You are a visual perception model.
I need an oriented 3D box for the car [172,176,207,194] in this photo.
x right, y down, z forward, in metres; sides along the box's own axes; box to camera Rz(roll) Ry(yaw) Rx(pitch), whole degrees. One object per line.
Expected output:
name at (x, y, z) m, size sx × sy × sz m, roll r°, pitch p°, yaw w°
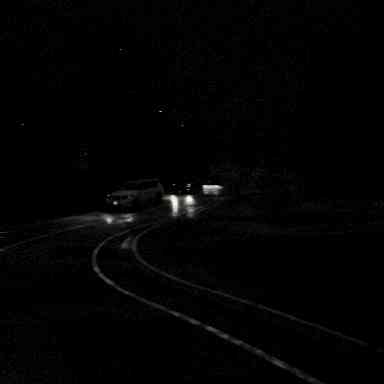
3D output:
car at (-0.441, -0.833, 34.546) m, size 2.097 × 1.767 × 4.553 m, roll 0°, pitch 6°, yaw 20°

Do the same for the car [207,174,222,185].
car at (2.722, -1.690, 43.853) m, size 1.994 × 1.385 × 4.181 m, roll 0°, pitch 6°, yaw 16°

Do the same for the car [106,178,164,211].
car at (-4.206, 0.108, 25.524) m, size 2.150 × 2.045 × 5.566 m, roll 0°, pitch 6°, yaw 24°

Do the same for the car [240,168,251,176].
car at (9.976, -3.805, 62.046) m, size 1.882 × 1.535 × 5.008 m, roll 0°, pitch 6°, yaw 6°
